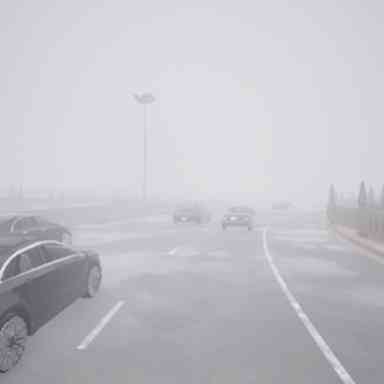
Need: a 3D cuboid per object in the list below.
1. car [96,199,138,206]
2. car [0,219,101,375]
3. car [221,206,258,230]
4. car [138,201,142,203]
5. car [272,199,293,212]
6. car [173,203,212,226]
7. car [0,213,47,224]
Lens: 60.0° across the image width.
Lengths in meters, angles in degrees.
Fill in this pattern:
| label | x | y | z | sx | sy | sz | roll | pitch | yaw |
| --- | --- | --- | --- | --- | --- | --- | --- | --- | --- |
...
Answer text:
| label | x | y | z | sx | sy | sz | roll | pitch | yaw |
| --- | --- | --- | --- | --- | --- | --- | --- | --- | --- |
| car | -7.867 | 1.484 | 33.434 | 2.128 | 1.511 | 4.902 | 0 | 0 | 20 |
| car | -3.050 | 1.482 | 5.595 | 2.128 | 1.511 | 4.902 | 0 | 0 | 4 |
| car | 3.126 | 1.581 | 21.445 | 2.033 | 1.411 | 5.357 | 0 | 0 | 15 |
| car | -9.262 | 1.598 | 47.869 | 1.895 | 1.301 | 4.718 | 0 | 0 | 27 |
| car | 11.155 | 1.614 | 41.066 | 1.812 | 1.442 | 4.674 | 0 | 0 | 29 |
| car | 0.116 | 1.513 | 23.431 | 2.128 | 1.511 | 4.902 | 0 | 0 | 15 |
| car | -5.941 | 1.486 | 11.428 | 1.837 | 1.490 | 4.892 | 0 | 0 | 7 |
